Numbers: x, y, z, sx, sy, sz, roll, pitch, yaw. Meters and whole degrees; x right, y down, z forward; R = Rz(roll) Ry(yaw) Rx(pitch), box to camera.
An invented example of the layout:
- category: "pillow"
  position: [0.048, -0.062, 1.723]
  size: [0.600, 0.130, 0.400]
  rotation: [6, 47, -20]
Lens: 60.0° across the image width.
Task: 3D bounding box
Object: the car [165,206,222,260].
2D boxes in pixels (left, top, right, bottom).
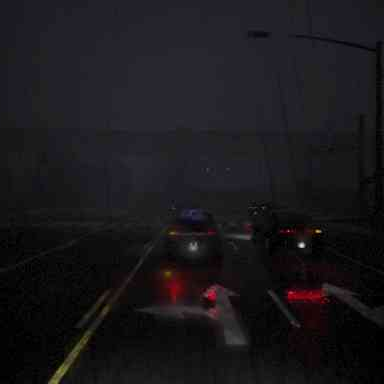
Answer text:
- category: "car"
  position: [0.058, 1.479, 12.358]
  size: [2.128, 1.511, 4.902]
  rotation: [0, 0, 0]

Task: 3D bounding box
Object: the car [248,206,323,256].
- category: "car"
  position: [3.564, 1.491, 13.149]
  size: [1.837, 1.490, 4.892]
  rotation: [0, -1, 1]

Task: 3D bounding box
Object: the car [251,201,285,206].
- category: "car"
  position: [6.582, 1.468, 28.282]
  size: [2.128, 1.511, 4.902]
  rotation: [-1, 0, 39]

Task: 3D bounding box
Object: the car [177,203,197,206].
- category: "car"
  position: [-0.393, 1.526, 25.431]
  size: [2.033, 1.411, 5.357]
  rotation: [0, 0, -7]
